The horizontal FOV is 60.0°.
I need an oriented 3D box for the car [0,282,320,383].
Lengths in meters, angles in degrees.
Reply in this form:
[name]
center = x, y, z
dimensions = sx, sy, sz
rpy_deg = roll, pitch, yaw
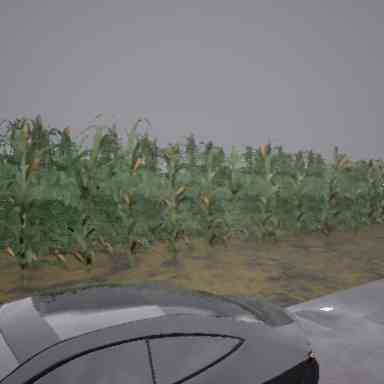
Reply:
[car]
center = -0.991, 1.529, 2.376
dimensions = 4.674, 1.442, 1.812
rpy_deg = 0, 0, -35
